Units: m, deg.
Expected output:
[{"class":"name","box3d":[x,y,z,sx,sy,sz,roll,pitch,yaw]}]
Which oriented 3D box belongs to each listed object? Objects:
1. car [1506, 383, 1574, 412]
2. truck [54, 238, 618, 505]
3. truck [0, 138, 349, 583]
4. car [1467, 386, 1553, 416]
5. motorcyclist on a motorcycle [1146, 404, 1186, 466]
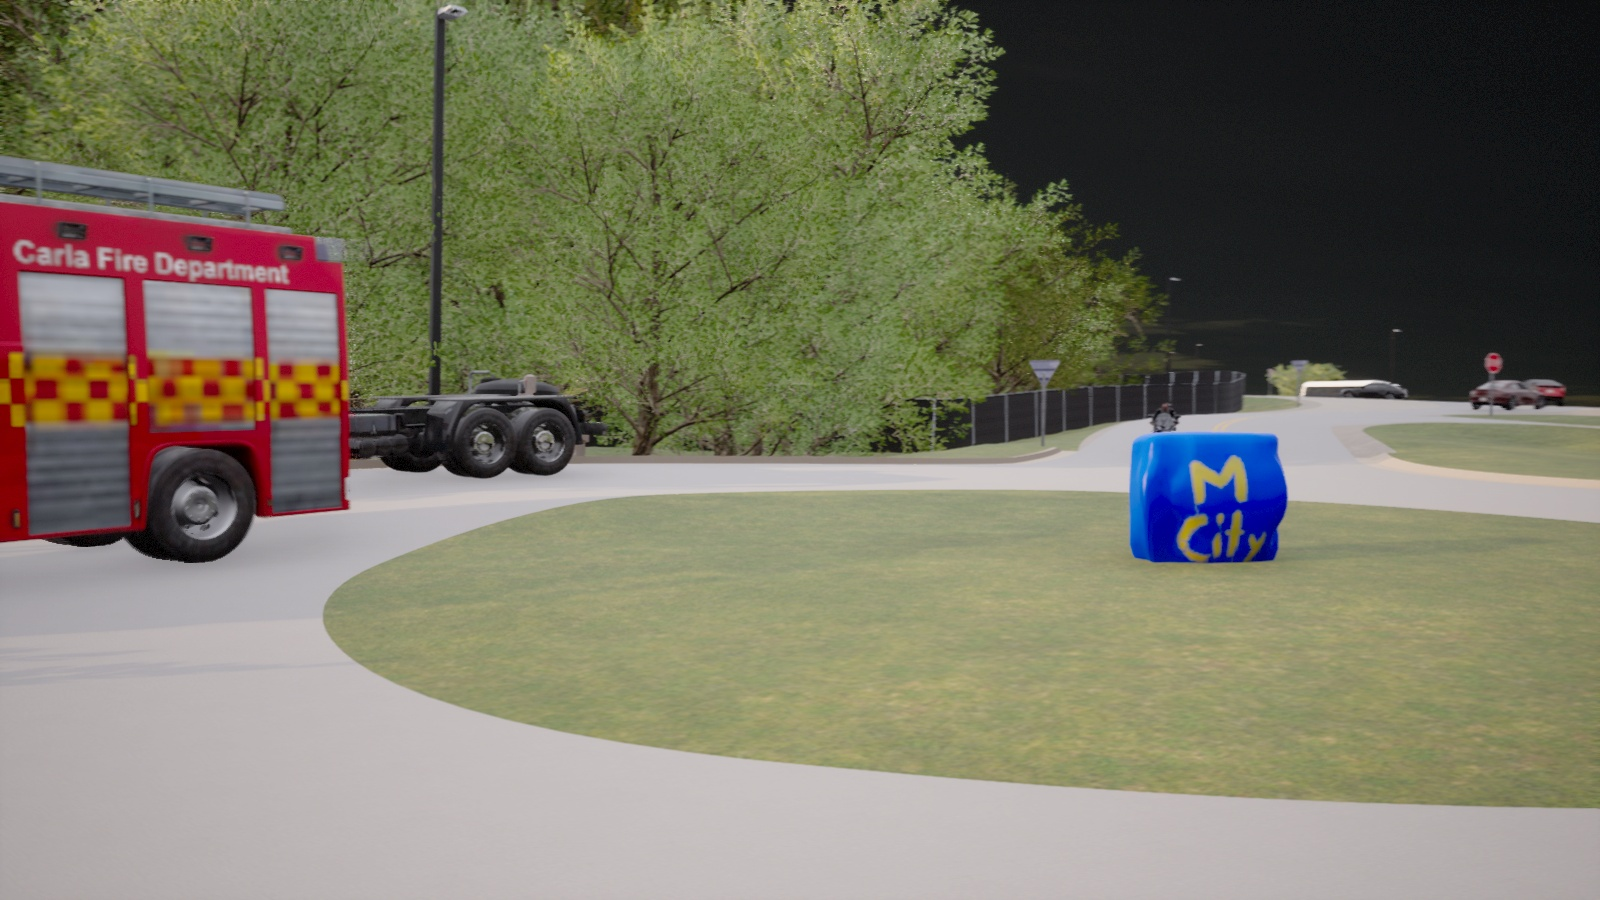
[{"class":"car","box3d":[42.635,-3.043,72.465,2.007,1.525,4.514,4,4,12]},{"class":"truck","box3d":[-7.003,-1.266,20.130,2.891,3.462,7.936,4,5,44]},{"class":"truck","box3d":[-8.500,-0.778,10.993,2.891,3.827,8.468,2,3,34]},{"class":"car","box3d":[34.789,-2.423,61.489,4.674,1.442,1.812,-2,4,-35]},{"class":"motorcyclist on a motorcycle","box3d":[9.902,-0.432,33.896,0.866,1.530,2.191,1,4,20]}]
